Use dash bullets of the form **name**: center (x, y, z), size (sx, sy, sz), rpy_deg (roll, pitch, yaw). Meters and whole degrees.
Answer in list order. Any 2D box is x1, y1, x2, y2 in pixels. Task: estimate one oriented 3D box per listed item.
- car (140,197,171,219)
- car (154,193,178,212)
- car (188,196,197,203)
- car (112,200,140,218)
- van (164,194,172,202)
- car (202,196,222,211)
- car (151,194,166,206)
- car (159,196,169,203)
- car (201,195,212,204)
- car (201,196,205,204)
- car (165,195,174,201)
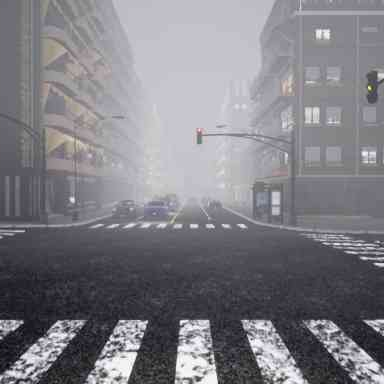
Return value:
- **car**: center (-3.096, 1.474, 29.325), size (1.882, 1.535, 5.008), rpy_deg (0, 0, -1)
- **car**: center (-3.099, 1.348, 38.953), size (2.097, 1.767, 4.553), rpy_deg (0, 0, 0)
- **car**: center (0.079, 1.559, 69.743), size (1.994, 1.385, 4.181), rpy_deg (0, 0, 0)
- **car**: center (-5.701, 1.437, 29.244), size (1.967, 1.590, 4.097), rpy_deg (0, 0, 0)
- **van**: center (-5.715, 1.335, 79.992), size (1.690, 1.788, 3.998), rpy_deg (0, 0, 0)
- **car**: center (2.676, 1.547, 40.518), size (2.008, 1.369, 4.403), rpy_deg (0, 0, 0)
- **car**: center (-5.710, 1.311, 57.437), size (2.192, 1.841, 5.009), rpy_deg (0, 0, 0)
- **car**: center (-5.712, 1.520, 68.545), size (1.752, 1.417, 4.829), rpy_deg (0, 0, 0)
- **car**: center (2.670, 1.435, 63.073), size (1.967, 1.590, 4.097), rpy_deg (0, 0, 0)
- **car**: center (2.675, 1.541, 46.156), size (1.887, 1.381, 4.507), rpy_deg (0, 0, 0)
- **car**: center (-5.716, 1.543, 85.631), size (2.008, 1.369, 4.403), rpy_deg (0, 0, 0)
